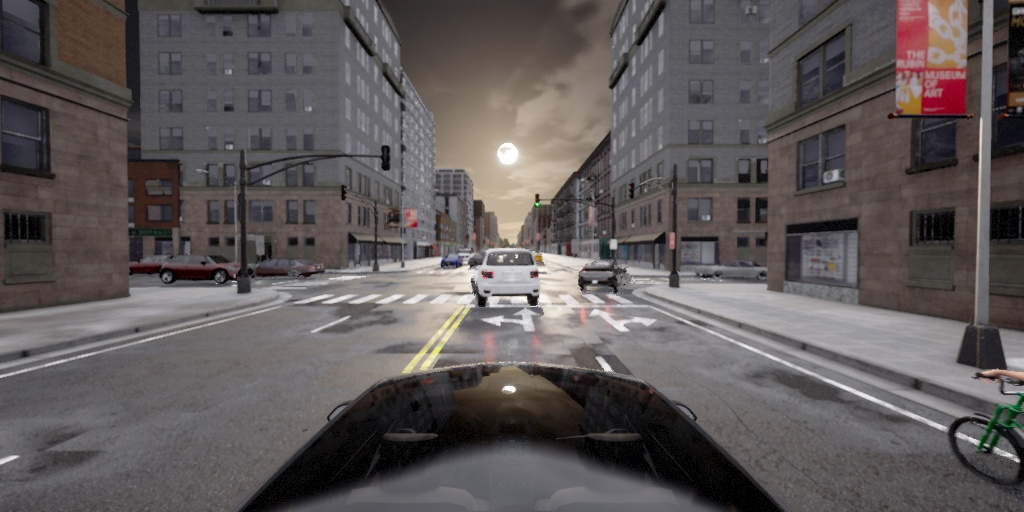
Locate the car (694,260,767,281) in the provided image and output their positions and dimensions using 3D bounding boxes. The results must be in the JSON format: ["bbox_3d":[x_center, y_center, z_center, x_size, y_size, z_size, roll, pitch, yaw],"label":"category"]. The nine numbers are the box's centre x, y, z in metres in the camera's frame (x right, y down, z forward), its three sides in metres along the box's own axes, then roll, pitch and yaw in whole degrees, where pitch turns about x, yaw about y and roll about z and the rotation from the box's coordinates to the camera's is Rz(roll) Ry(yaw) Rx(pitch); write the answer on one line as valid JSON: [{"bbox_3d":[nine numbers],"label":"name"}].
[{"bbox_3d":[15.037,0.951,24.349,4.718,1.301,1.895,0,1,1],"label":"car"}]

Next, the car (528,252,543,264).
[{"bbox_3d":[3.315,0.235,51.781,1.882,1.535,5.008,0,1,0],"label":"car"}]

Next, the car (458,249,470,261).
[{"bbox_3d":[-6.593,0.021,49.694,2.150,2.045,5.566,0,1,1],"label":"car"}]

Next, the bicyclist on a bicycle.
[{"bbox_3d":[4.131,1.168,2.642,0.866,1.612,1.509,0,1,0],"label":"bicyclist on a bicycle"}]

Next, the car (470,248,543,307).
[{"bbox_3d":[-0.398,0.719,14.315,2.150,2.045,5.566,0,1,-9],"label":"car"}]

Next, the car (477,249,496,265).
[{"bbox_3d":[-3.354,0.053,48.077,2.150,2.045,5.566,0,1,0],"label":"car"}]

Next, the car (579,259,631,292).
[{"bbox_3d":[4.825,0.912,18.454,2.128,1.511,4.902,0,1,26],"label":"car"}]

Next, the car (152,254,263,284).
[{"bbox_3d":[-18.115,0.686,21.513,4.553,1.767,2.097,0,1,0],"label":"car"}]

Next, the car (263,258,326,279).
[{"bbox_3d":[-15.810,0.834,24.600,5.357,1.411,2.033,0,1,-2],"label":"car"}]

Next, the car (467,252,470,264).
[{"bbox_3d":[-3.362,0.582,38.744,1.994,1.385,4.181,0,1,0],"label":"car"}]

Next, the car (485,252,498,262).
[{"bbox_3d":[-3.291,0.133,58.219,1.837,1.490,4.892,0,1,0],"label":"car"}]

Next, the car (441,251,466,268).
[{"bbox_3d":[-6.618,0.475,39.757,1.882,1.535,5.008,0,1,0],"label":"car"}]

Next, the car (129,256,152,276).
[{"bbox_3d":[-26.835,0.674,27.032,4.097,1.591,1.967,0,0,0],"label":"car"}]
